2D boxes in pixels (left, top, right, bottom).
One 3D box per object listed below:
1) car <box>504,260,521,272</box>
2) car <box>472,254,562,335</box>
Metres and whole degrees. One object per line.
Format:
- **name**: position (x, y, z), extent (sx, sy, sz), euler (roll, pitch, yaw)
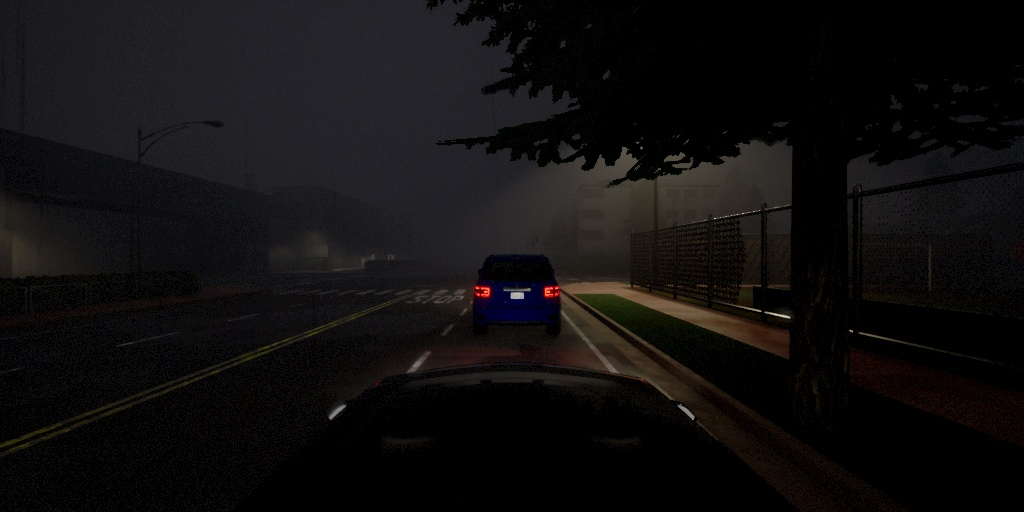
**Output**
- **car**: position (0.068, 1.242, 46.453), extent (2.128, 1.511, 4.902), euler (0, 0, -1)
- **car**: position (0.125, 0.972, 10.609), extent (2.150, 2.045, 5.566), euler (0, 0, 0)
